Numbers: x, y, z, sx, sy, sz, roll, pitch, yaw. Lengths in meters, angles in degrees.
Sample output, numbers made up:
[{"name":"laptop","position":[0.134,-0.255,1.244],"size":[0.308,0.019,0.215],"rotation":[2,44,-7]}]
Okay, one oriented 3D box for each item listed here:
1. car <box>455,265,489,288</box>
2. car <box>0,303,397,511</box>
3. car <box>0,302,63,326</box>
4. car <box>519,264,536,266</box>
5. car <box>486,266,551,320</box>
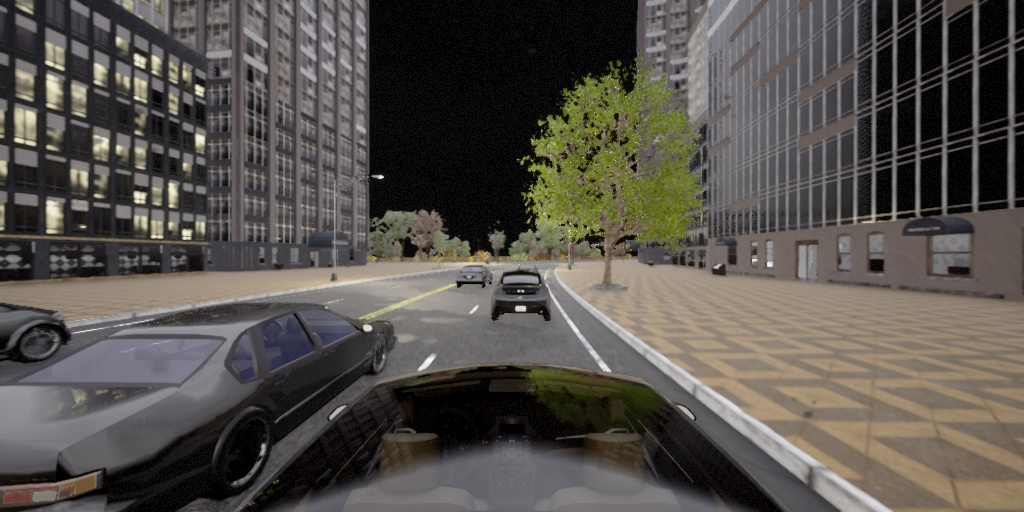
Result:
[{"name":"car","position":[-2.406,1.310,23.865],"size":[2.033,1.411,5.357],"rotation":[0,0,4]},{"name":"car","position":[-3.116,1.295,4.381],"size":[2.033,1.411,5.357],"rotation":[0,0,1]},{"name":"car","position":[-9.766,1.305,5.324],"size":[1.994,1.385,4.181],"rotation":[0,0,1]},{"name":"car","position":[1.391,1.375,31.150],"size":[1.895,1.301,4.718],"rotation":[0,0,5]},{"name":"car","position":[0.329,1.261,12.671],"size":[1.837,1.490,4.892],"rotation":[0,0,2]}]
